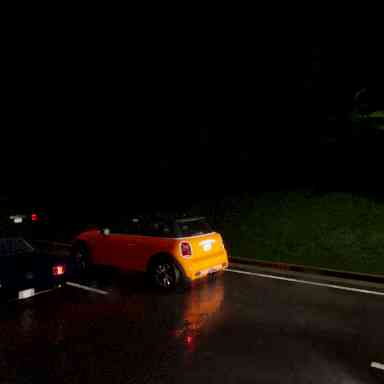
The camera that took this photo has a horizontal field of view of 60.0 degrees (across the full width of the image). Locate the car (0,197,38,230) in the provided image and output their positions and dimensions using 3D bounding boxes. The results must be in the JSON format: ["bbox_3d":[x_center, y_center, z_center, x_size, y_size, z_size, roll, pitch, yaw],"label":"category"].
[{"bbox_3d":[-9.102,1.222,14.788,5.566,2.045,2.150,0,0,36],"label":"car"}]

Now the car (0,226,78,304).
[{"bbox_3d":[-4.881,1.601,7.476,4.718,1.301,1.895,0,0,35],"label":"car"}]

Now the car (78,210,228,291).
[{"bbox_3d":[-1.355,1.352,9.263,4.553,1.767,2.097,0,0,36],"label":"car"}]
